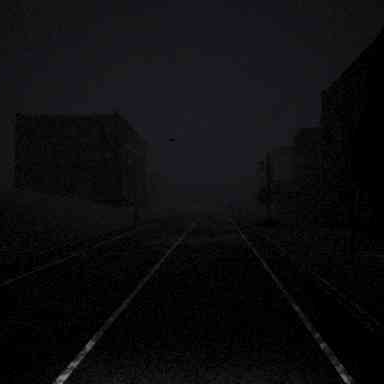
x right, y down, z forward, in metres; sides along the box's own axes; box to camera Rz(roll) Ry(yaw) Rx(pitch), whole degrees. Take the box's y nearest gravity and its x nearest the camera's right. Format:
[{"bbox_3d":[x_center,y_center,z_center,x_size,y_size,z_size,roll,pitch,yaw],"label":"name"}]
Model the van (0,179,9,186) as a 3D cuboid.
[{"bbox_3d":[-33.679,-1.269,57.135,1.878,1.987,4.442,1,-4,-13],"label":"van"}]
